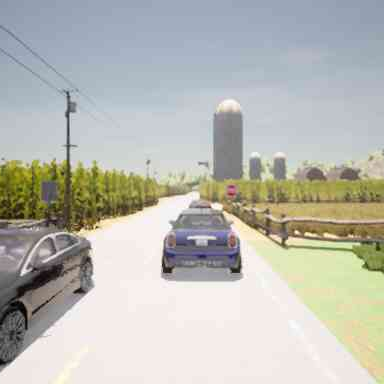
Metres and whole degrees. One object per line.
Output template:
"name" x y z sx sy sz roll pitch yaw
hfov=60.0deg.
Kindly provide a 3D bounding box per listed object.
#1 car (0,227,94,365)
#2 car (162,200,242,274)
"car" -3.200 1.448 5.815 2.128 1.511 4.902 0 0 1
"car" 0.295 1.287 10.511 2.097 1.767 4.553 0 0 1
